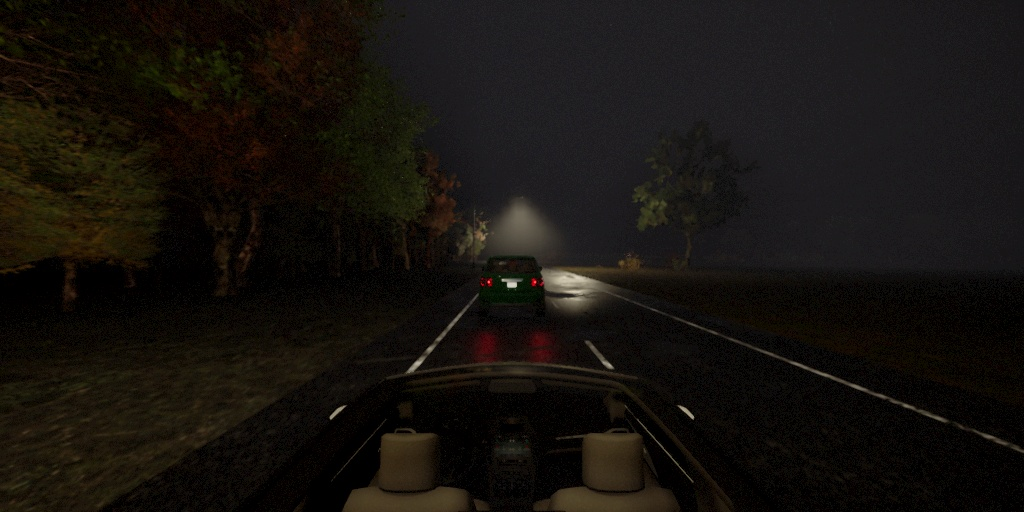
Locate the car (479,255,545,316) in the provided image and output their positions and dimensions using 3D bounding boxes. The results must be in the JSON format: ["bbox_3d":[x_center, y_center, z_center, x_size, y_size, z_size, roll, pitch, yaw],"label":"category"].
[{"bbox_3d":[0.000,0.968,13.498,2.150,2.045,5.566,0,0,0],"label":"car"}]
